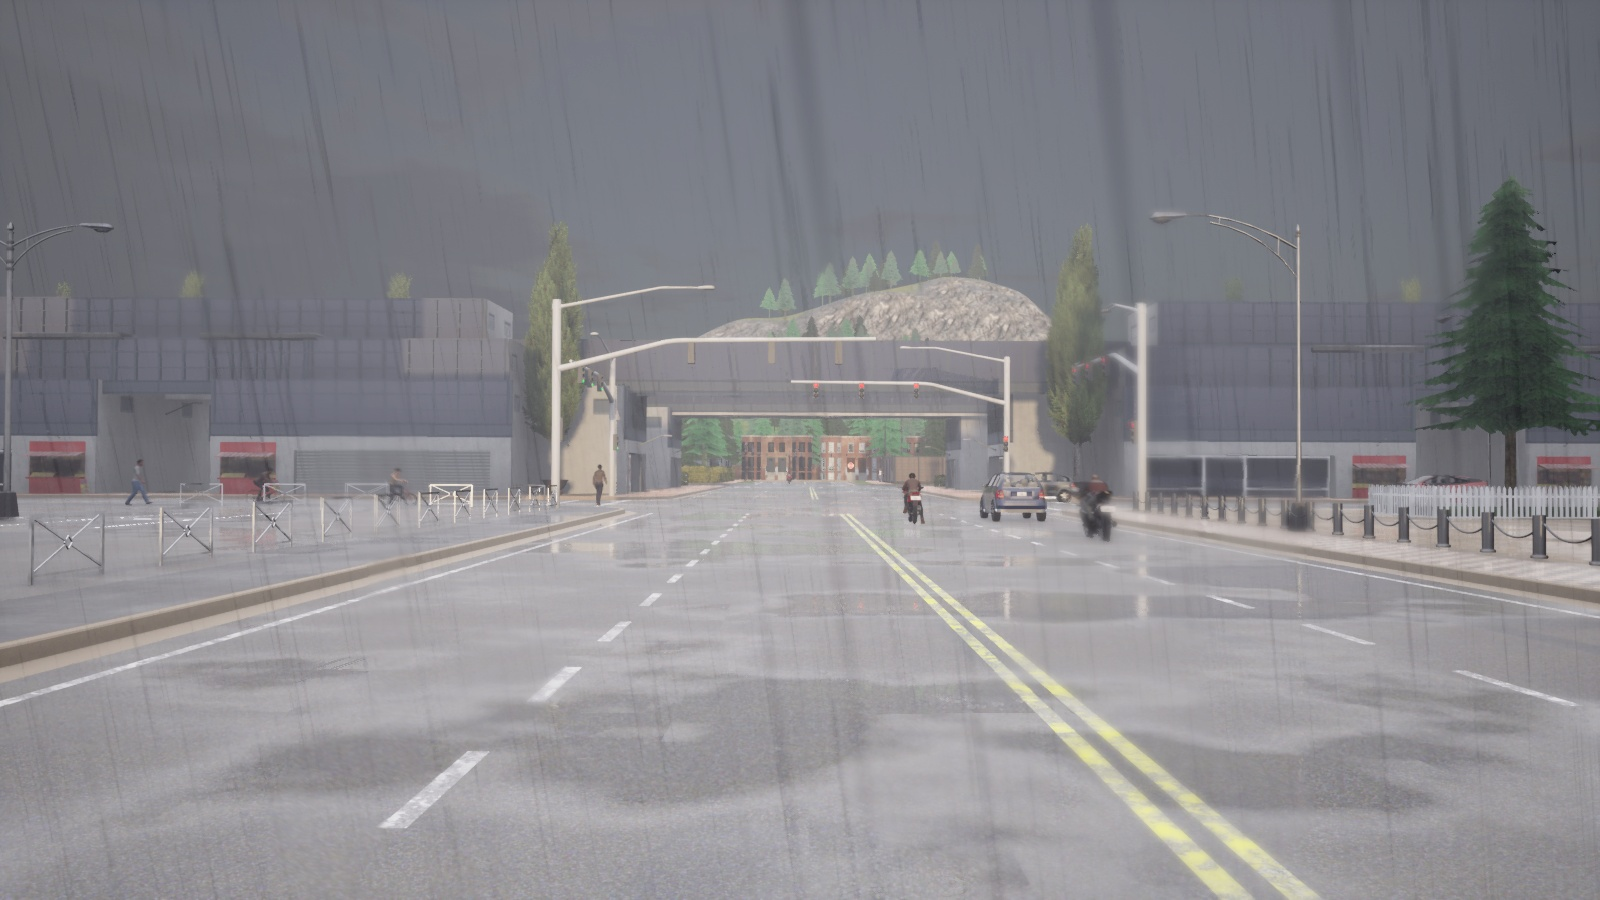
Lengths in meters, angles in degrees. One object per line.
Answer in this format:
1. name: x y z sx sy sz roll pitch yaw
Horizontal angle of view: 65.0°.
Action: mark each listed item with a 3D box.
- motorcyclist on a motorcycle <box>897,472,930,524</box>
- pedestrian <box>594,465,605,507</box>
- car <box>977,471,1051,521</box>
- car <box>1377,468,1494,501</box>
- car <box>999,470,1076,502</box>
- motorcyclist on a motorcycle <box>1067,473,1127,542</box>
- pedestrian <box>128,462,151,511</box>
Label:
1. motorcyclist on a motorcycle: 3.393 1.415 37.733 0.797 1.523 2.044 0 -1 0
2. pedestrian: -8.731 1.567 54.693 0.328 1.805 0.869 0 -1 2
3. car: 6.895 1.449 40.792 1.789 1.549 3.705 0 -1 0
4. car: 30.153 1.640 59.684 4.514 1.525 2.007 0 -1 0
5. car: 11.969 1.808 63.440 3.705 1.549 1.789 0 -1 7
6. motorcyclist on a motorcycle: 6.927 1.314 29.373 0.866 1.530 2.191 0 -1 0
7. pedestrian: -24.978 1.369 47.516 0.706 1.836 0.354 0 -1 -16
